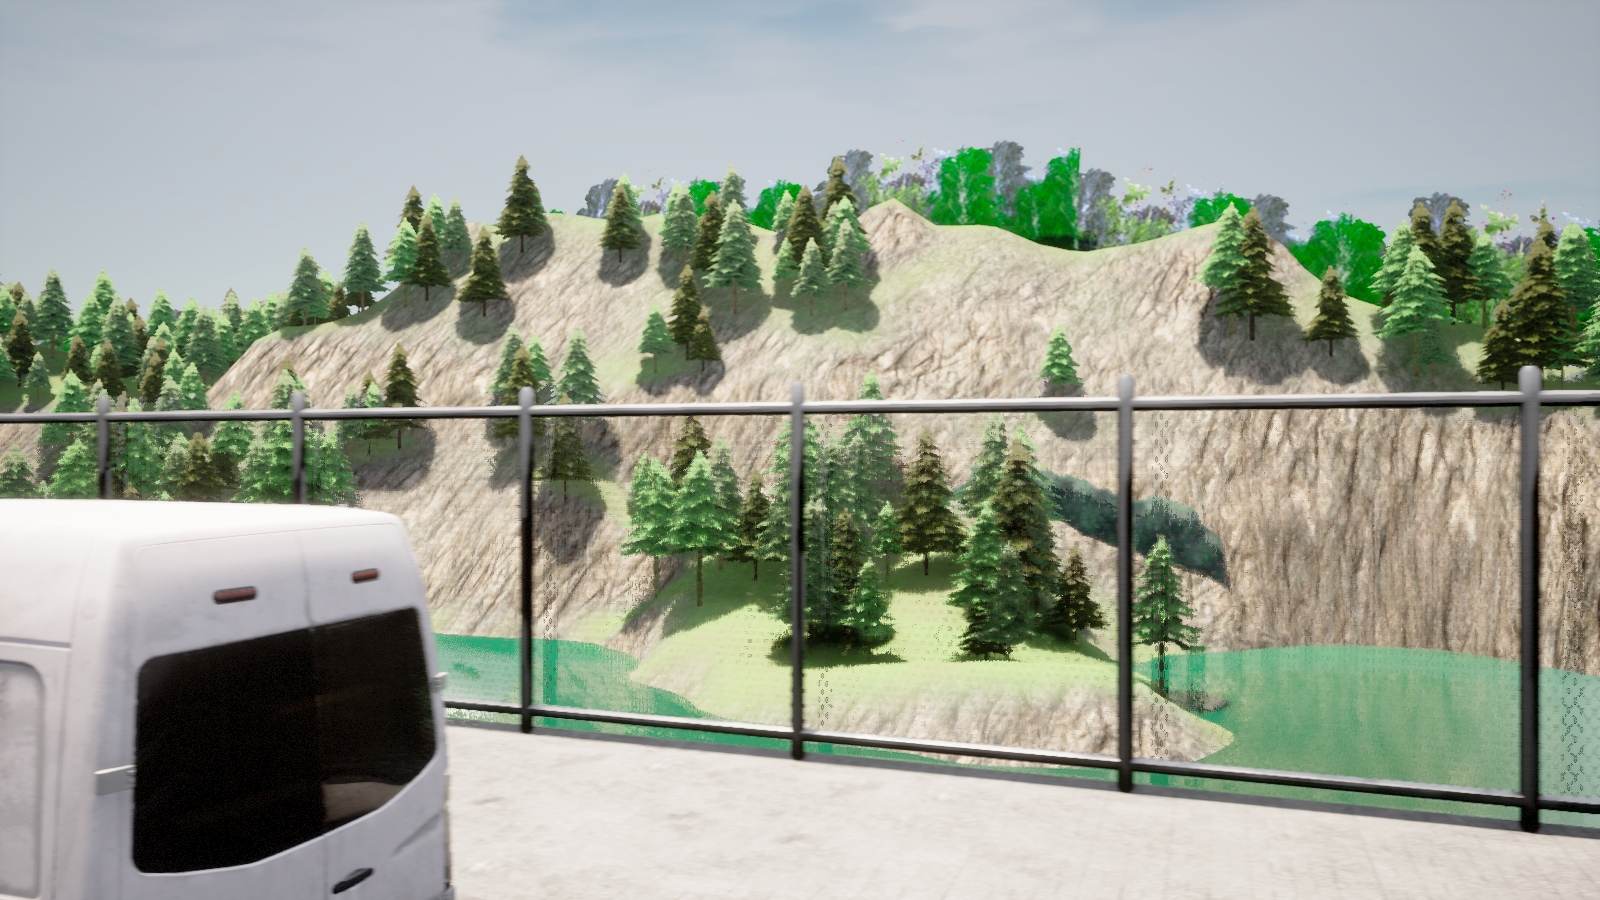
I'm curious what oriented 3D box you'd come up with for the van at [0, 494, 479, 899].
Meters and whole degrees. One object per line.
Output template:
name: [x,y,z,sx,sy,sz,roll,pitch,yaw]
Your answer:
van: [-4.651,1.535,5.520,5.915,2.561,1.988,0,0,20]
